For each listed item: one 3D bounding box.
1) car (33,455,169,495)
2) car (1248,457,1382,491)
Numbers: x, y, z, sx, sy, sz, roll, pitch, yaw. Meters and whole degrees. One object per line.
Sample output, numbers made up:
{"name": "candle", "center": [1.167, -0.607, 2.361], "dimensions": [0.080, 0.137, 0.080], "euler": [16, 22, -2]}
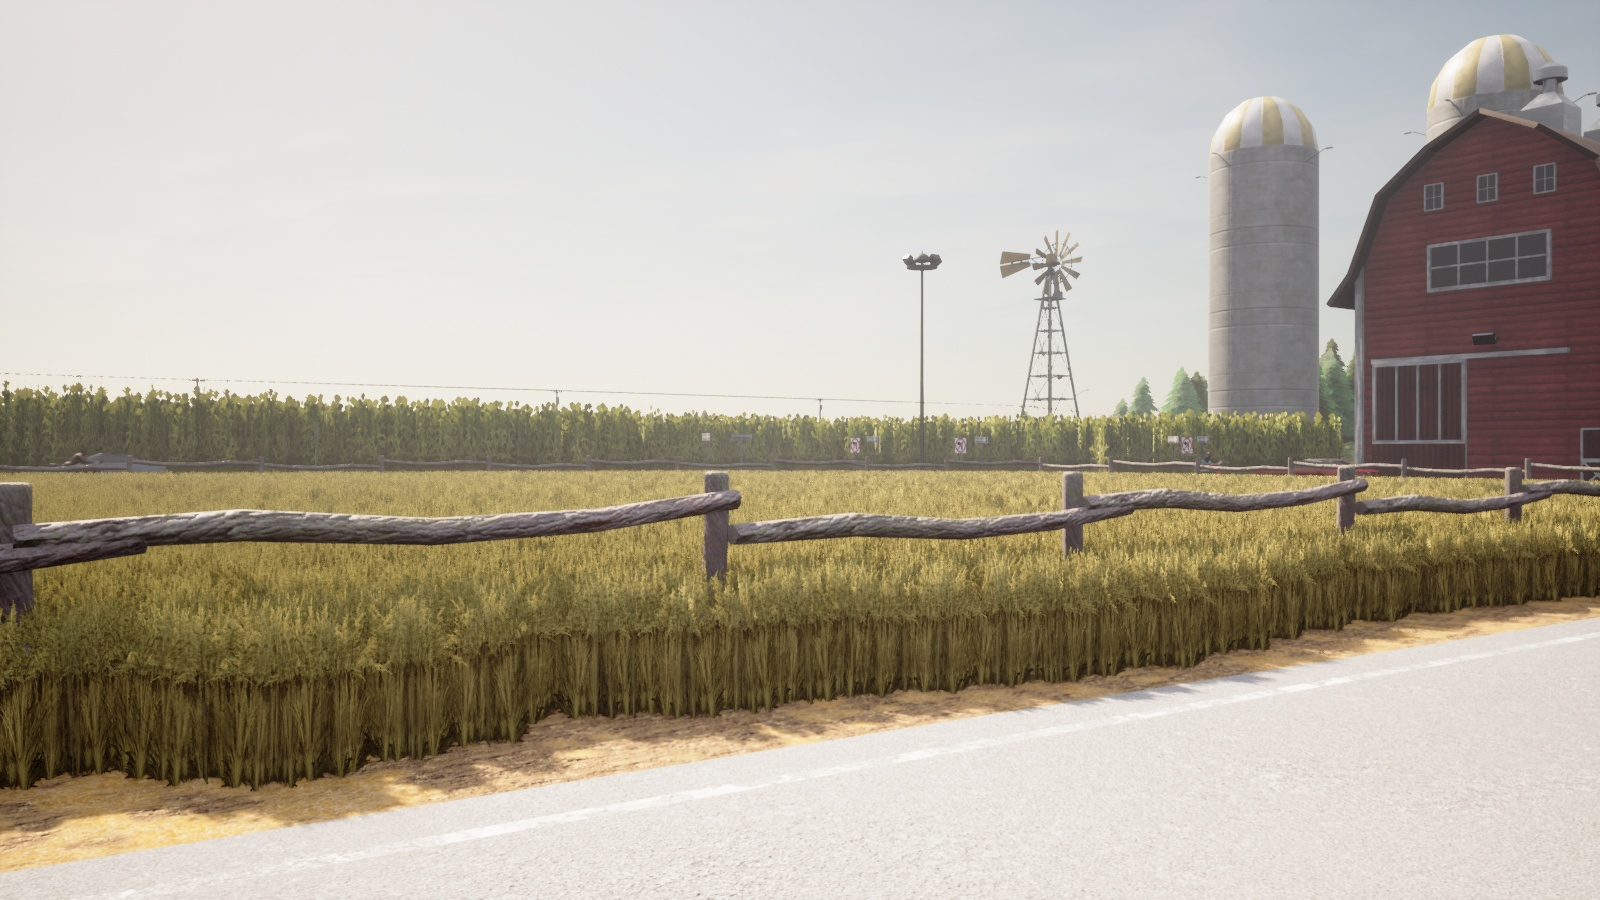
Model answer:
{"name": "car", "center": [-25.457, 0.891, 45.771], "dimensions": [4.181, 1.385, 1.994], "euler": [0, 0, -35]}
{"name": "car", "center": [20.757, 0.922, 50.782], "dimensions": [1.895, 1.301, 4.718], "euler": [0, 0, -38]}
